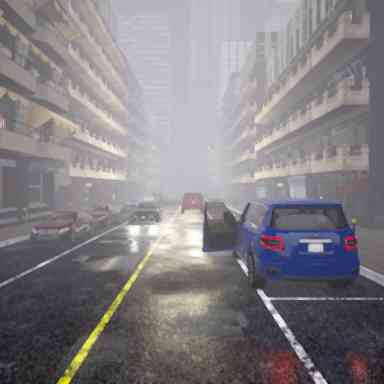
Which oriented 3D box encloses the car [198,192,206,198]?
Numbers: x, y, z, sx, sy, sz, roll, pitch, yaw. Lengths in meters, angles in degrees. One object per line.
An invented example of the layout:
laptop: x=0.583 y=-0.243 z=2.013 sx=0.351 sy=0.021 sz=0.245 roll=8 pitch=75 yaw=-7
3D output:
car: x=2.723 y=0.800 z=93.487 sx=1.967 sy=1.590 sz=4.097 roll=-1 pitch=0 yaw=0

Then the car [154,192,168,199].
car: x=-5.678 y=0.940 z=54.305 sx=2.192 sy=1.841 sz=5.009 roll=-1 pitch=0 yaw=0

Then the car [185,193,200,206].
car: x=0.065 y=1.018 z=48.471 sx=2.097 sy=1.767 sz=4.553 roll=0 pitch=1 yaw=1

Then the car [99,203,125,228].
car: x=-5.691 y=1.437 z=20.695 sx=1.802 sy=1.307 sz=4.206 roll=-1 pitch=0 yaw=0

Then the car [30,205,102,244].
car: x=-5.693 y=1.476 z=15.094 sx=1.802 sy=1.307 sz=4.206 roll=-1 pitch=0 yaw=0

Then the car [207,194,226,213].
car: x=2.697 y=1.264 z=37.638 sx=1.752 sy=1.417 sz=4.829 roll=-1 pitch=0 yaw=0

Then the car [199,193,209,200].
car: x=2.716 y=1.024 z=76.682 sx=2.008 sy=1.369 sz=4.403 roll=-1 pitch=0 yaw=0

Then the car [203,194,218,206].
car: x=2.701 y=1.103 z=48.671 sx=1.967 sy=1.590 sz=4.097 roll=-1 pitch=0 yaw=0

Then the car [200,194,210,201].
car: x=2.714 y=1.077 z=71.080 sx=1.947 sy=1.339 sz=4.313 roll=-1 pitch=0 yaw=0

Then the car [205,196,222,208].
car: x=2.700 y=1.268 z=43.070 sx=1.947 sy=1.339 sz=4.313 roll=-1 pitch=0 yaw=0

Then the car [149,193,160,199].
car: x=-5.680 y=1.252 z=43.103 sx=2.008 sy=1.369 sz=4.403 roll=-1 pitch=0 yaw=0

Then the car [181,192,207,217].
car: x=0.070 y=0.994 z=32.989 sx=2.150 sy=2.045 sz=5.566 roll=0 pitch=1 yaw=0

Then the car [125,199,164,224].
car: x=-3.088 y=1.403 z=23.005 sx=1.994 sy=1.385 sz=4.181 roll=0 pitch=0 yaw=0

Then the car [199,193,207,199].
car: x=2.719 y=0.959 z=82.454 sx=1.752 sy=1.417 sz=4.829 roll=-1 pitch=0 yaw=0

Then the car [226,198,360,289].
car: x=2.397 y=1.157 z=9.119 sx=2.150 sy=2.045 sz=5.566 roll=0 pitch=0 yaw=0

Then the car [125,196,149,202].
car: x=-5.685 y=1.329 z=31.900 sx=2.008 sy=1.369 sz=4.403 roll=-1 pitch=0 yaw=0

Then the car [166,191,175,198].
car: x=-5.662 y=0.712 z=87.917 sx=2.192 sy=1.841 sz=5.009 roll=-1 pitch=0 yaw=0

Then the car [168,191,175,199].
car: x=-5.661 y=0.985 z=82.316 sx=2.008 sy=1.369 sz=4.403 roll=-1 pitch=0 yaw=0
